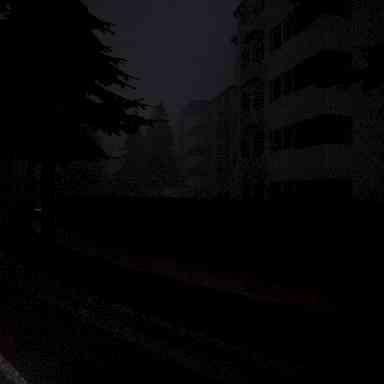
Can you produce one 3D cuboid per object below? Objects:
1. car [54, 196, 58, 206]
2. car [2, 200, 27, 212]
[{"bbox_3d":[-19.098,1.352,49.146,2.097,1.767,4.553,0,0,16],"label":"car"},{"bbox_3d":[-20.130,1.564,38.794,1.994,1.385,4.181,0,0,2],"label":"car"}]
